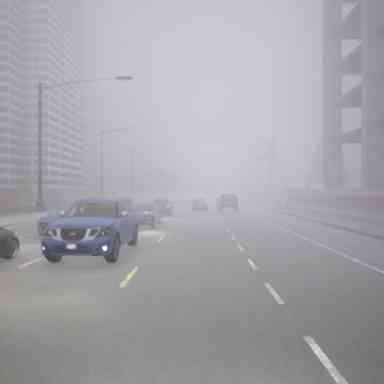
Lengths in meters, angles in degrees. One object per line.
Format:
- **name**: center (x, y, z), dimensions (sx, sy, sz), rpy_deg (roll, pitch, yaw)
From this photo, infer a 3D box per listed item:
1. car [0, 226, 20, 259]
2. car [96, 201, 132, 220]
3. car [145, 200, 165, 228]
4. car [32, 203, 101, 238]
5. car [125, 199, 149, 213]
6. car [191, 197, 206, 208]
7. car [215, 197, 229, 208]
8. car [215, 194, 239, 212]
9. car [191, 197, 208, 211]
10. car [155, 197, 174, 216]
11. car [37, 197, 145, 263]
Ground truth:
- **car**: center (-6.968, 1.562, 9.802), dimensions (1.994, 1.385, 4.181), rpy_deg (0, 0, 1)
- **car**: center (-6.549, 1.563, 28.544), dimensions (1.994, 1.385, 4.181), rpy_deg (0, 0, 2)
- **car**: center (-3.193, 1.505, 22.272), dimensions (1.837, 1.490, 4.892), rpy_deg (0, 0, 1)
- **car**: center (-6.784, 1.476, 18.627), dimensions (1.882, 1.535, 5.008), rpy_deg (0, 0, 1)
- **car**: center (-6.300, 1.525, 38.465), dimensions (1.812, 1.442, 4.674), rpy_deg (0, 0, 2)
- **car**: center (1.027, 1.494, 50.388), dimensions (2.128, 1.511, 4.902), rpy_deg (0, 0, 1)
- **car**: center (4.527, 1.509, 50.436), dimensions (1.837, 1.490, 4.892), rpy_deg (0, 0, 1)
- **car**: center (4.280, 1.224, 39.535), dimensions (2.150, 2.045, 5.566), rpy_deg (0, 0, 1)
- **car**: center (0.894, 1.566, 40.211), dimensions (1.994, 1.385, 4.181), rpy_deg (0, 0, 1)
- **car**: center (-2.952, 1.352, 32.426), dimensions (2.097, 1.767, 4.553), rpy_deg (0, 0, 2)
- **car**: center (-3.408, 1.221, 12.358), dimensions (2.150, 2.045, 5.566), rpy_deg (0, 0, 2)
